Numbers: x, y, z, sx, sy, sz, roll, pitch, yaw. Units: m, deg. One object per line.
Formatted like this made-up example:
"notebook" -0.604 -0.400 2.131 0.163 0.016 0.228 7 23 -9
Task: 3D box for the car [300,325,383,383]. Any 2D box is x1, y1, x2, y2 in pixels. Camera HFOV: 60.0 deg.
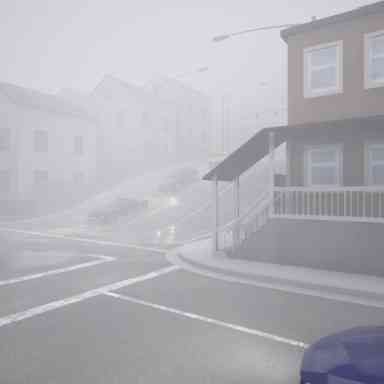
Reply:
"car" 2.981 1.526 1.838 4.674 1.442 1.812 0 0 36

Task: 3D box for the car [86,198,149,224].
"car" -5.361 1.256 24.187 1.895 1.301 4.718 0 12 34

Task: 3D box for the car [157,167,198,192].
"car" -1.275 -1.268 30.157 1.837 1.490 4.892 0 20 34

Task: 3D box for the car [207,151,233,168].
"car" 3.515 -3.731 37.090 1.882 1.535 5.008 0 13 35
